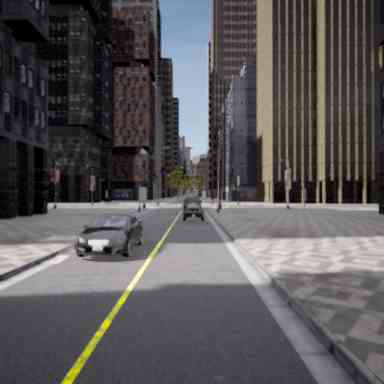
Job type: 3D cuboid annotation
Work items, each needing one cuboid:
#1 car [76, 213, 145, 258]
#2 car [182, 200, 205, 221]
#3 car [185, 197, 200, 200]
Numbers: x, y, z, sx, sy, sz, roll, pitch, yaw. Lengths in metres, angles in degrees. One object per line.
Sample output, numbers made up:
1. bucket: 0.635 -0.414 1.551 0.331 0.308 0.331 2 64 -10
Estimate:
1. car: -3.085 1.608 13.364 2.128 1.511 4.902 0 -1 0
2. car: 0.126 1.761 30.154 1.837 1.490 4.892 0 0 0
3. car: 0.070 1.561 40.431 2.150 2.045 5.566 0 0 1
